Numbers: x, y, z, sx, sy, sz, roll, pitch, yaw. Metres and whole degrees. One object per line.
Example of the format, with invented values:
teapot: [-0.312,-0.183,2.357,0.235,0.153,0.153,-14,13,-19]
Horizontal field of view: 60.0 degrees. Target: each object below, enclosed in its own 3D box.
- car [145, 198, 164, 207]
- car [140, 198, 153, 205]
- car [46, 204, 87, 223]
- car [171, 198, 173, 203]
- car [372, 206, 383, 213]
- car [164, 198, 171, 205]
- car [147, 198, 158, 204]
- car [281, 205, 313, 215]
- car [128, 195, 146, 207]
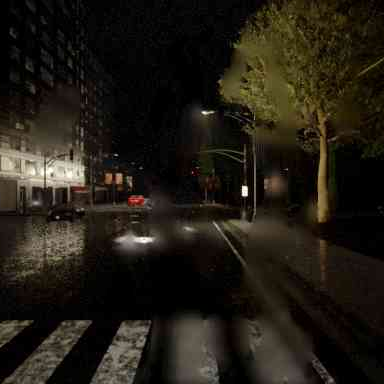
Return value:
car: [-6.444,1.875,57.755,1.812,1.442,4.674,0,-1,0]
car: [-9.583,2.039,70.882,2.128,1.511,4.902,0,-1,0]
car: [-9.779,1.638,26.201,1.994,1.385,4.181,0,0,0]
car: [-6.306,2.155,81.985,1.882,1.535,5.008,0,-1,0]
car: [41.785,3.912,74.357,4.892,1.490,1.837,4,-3,-45]
car: [-6.332,2.059,71.226,2.033,1.411,5.357,0,-1,0]
car: [-9.557,2.211,81.599,2.033,1.411,5.357,0,-1,0]
car: [15.122,2.527,47.752,5.357,1.411,2.033,2,-2,-35]
car: [-9.687,1.578,58.153,2.150,2.045,5.566,0,-1,0]
